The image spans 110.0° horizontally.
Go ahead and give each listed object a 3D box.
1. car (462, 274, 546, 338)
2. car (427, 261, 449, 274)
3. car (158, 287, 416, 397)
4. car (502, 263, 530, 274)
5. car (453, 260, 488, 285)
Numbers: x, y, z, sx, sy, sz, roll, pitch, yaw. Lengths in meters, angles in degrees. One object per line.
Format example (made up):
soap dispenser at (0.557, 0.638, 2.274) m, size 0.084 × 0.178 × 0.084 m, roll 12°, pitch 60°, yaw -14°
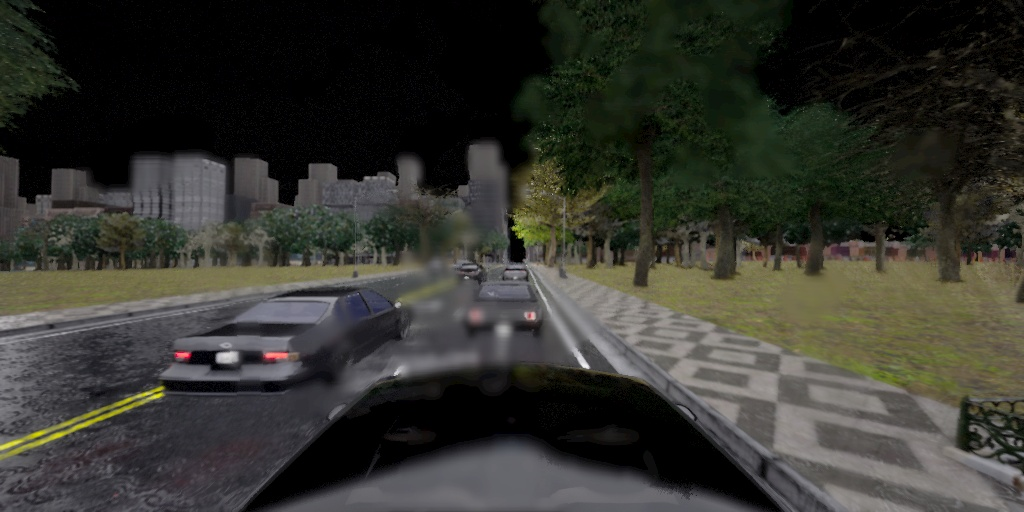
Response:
car at (-0.136, 1.360, 10.199) m, size 1.895 × 1.301 × 4.718 m, roll 0°, pitch 0°, yaw 1°
car at (-9.105, 1.377, 44.155) m, size 1.837 × 1.490 × 4.892 m, roll 0°, pitch -1°, yaw 2°
car at (-3.454, 1.303, 6.931) m, size 2.033 × 1.411 × 5.357 m, roll 0°, pitch 0°, yaw 1°
car at (0.303, 1.291, 26.840) m, size 2.128 × 1.511 × 4.902 m, roll 0°, pitch 0°, yaw 2°
car at (-2.943, 1.306, 27.038) m, size 1.837 × 1.490 × 4.892 m, roll 0°, pitch 0°, yaw 2°
